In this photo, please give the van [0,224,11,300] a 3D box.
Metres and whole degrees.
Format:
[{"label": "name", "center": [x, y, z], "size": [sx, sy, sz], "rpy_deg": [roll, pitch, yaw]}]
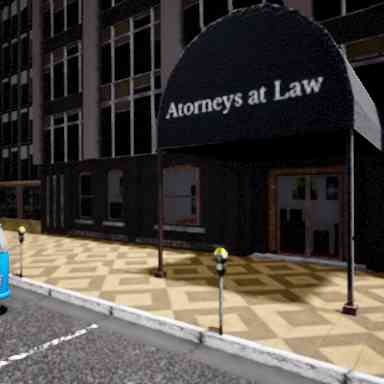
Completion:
[{"label": "van", "center": [-5.296, 1.381, 6.671], "size": [3.998, 1.788, 1.690], "rpy_deg": [0, 0, 36]}]
